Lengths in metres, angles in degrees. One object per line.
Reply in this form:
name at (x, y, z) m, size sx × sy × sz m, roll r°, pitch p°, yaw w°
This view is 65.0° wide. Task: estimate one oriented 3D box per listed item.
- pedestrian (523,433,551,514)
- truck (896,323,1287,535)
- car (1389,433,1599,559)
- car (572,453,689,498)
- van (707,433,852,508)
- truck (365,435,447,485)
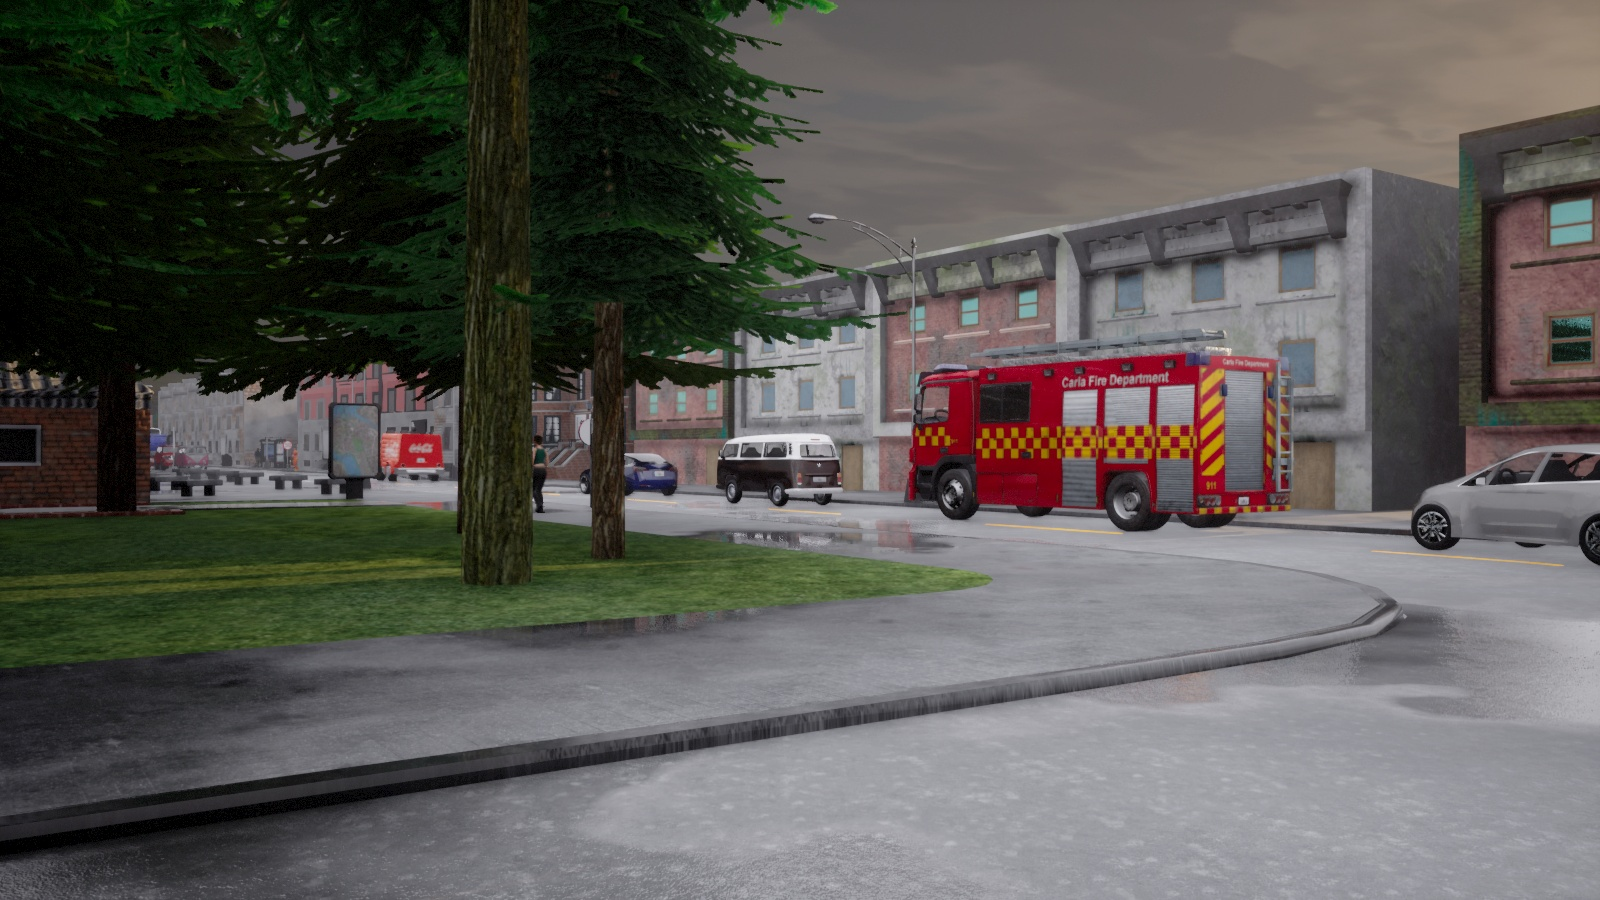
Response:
pedestrian at (-6.029, 0.538, 28.830) m, size 0.594 × 1.836 × 0.345 m, roll 0°, pitch 0°, yaw 43°
truck at (5.861, -0.365, 27.035) m, size 2.891 × 3.827 × 8.468 m, roll 0°, pitch 0°, yaw -35°
car at (11.276, 0.612, 18.432) m, size 2.242 × 1.667 × 4.611 m, roll 0°, pitch 0°, yaw -17°
car at (-6.050, 0.866, 44.278) m, size 2.163 × 1.488 × 4.792 m, roll 0°, pitch 0°, yaw -35°
van at (-0.670, 0.559, 36.449) m, size 2.069 × 2.038 × 4.480 m, roll 0°, pitch 0°, yaw -34°
truck at (-20.551, 0.471, 65.335) m, size 2.627 × 2.467 × 5.204 m, roll 0°, pitch 0°, yaw -35°
